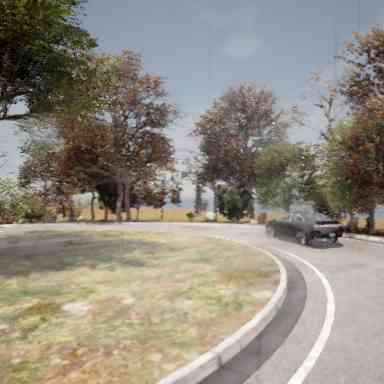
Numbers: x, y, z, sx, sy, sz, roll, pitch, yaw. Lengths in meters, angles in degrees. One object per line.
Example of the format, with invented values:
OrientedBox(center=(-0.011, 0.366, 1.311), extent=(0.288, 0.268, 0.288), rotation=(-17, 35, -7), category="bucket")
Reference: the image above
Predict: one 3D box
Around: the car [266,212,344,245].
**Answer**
OrientedBox(center=(5.628, 1.784, 17.281), extent=(2.128, 1.511, 4.902), rotation=(0, -1, -16), category="car")
